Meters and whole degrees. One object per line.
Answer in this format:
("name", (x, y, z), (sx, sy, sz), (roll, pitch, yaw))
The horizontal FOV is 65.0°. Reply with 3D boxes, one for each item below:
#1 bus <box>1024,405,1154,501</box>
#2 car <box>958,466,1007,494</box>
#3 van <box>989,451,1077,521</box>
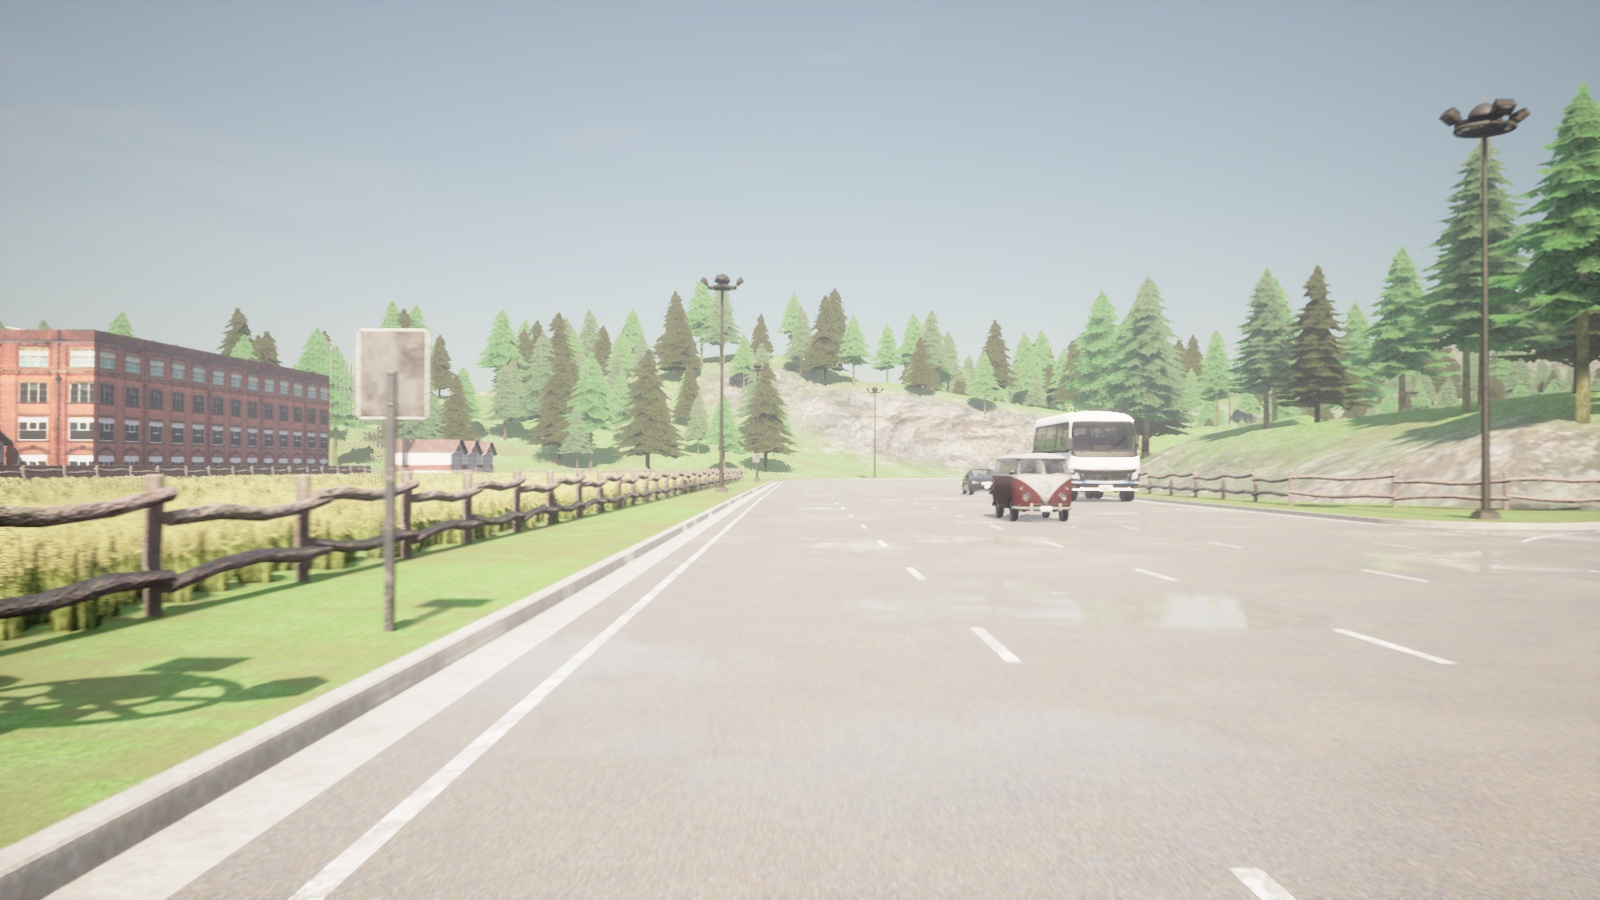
("bus", (13.853, 0.208, 61.398), (3.944, 4.253, 10.273), (0, -1, 0))
("car", (10.377, 1.695, 71.789), (2.128, 1.511, 4.902), (0, -1, 0))
("van", (6.910, 1.044, 37.685), (1.775, 1.987, 4.442), (0, -1, 0))
